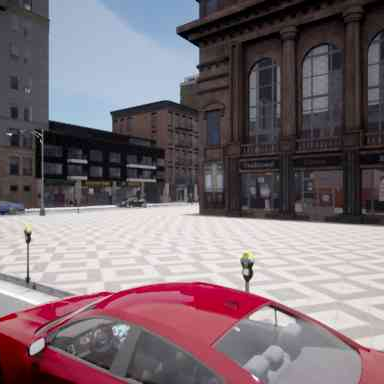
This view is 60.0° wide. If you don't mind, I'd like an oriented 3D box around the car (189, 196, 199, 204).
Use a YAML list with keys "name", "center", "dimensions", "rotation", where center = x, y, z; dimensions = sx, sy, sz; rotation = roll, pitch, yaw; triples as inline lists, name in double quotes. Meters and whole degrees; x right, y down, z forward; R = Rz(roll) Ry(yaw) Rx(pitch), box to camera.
- name: "car"
  center: [1.640, 1.335, 58.962]
  dimensions: [2.033, 1.411, 5.357]
  rotation: [0, 0, 36]

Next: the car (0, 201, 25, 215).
- name: "car"
  center: [-18.738, 1.504, 31.394]
  dimensions: [2.033, 1.411, 5.357]
  rotation: [0, 0, 36]

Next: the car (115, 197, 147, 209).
- name: "car"
  center: [-8.266, 1.472, 45.636]
  dimensions: [1.837, 1.490, 4.892]
  rotation: [0, 0, 36]

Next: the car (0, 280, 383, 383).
- name: "car"
  center: [-0.294, 1.545, 3.055]
  dimensions: [4.507, 1.381, 1.887]
  rotation: [0, 0, 35]
